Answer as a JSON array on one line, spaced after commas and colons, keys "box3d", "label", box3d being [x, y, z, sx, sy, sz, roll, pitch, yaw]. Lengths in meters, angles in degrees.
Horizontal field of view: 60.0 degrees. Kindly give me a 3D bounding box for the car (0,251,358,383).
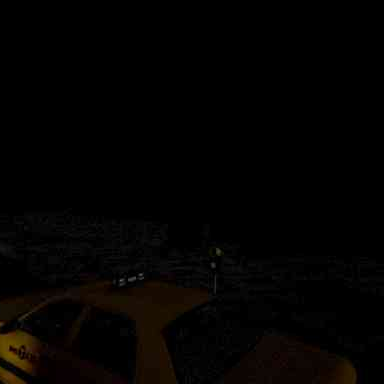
[{"box3d": [-0.854, 1.525, 3.577, 4.829, 1.417, 1.752, 0, 0, 36], "label": "car"}]
